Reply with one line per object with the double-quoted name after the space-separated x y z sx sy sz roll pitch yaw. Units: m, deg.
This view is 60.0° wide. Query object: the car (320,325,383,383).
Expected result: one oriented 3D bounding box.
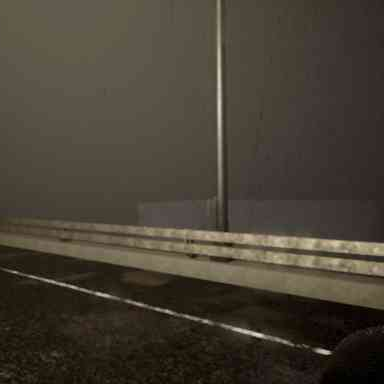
3.223 1.488 1.702 4.892 1.490 1.837 -1 0 35 "car"
